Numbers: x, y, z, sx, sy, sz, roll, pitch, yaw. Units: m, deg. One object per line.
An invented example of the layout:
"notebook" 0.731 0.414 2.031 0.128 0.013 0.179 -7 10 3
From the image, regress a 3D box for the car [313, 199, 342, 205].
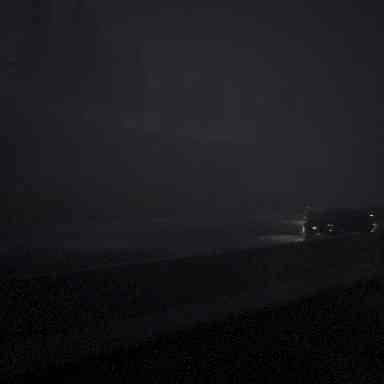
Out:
"car" 12.370 1.699 30.458 5.008 1.535 1.882 1 0 -37

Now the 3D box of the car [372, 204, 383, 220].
"car" 15.970 1.787 28.795 5.357 1.411 2.033 1 0 -37

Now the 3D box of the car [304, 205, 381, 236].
"car" 8.260 1.646 18.566 4.892 1.490 1.837 1 -1 -36

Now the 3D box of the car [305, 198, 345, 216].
"car" 14.755 1.617 36.735 4.553 1.767 2.097 1 0 -38
